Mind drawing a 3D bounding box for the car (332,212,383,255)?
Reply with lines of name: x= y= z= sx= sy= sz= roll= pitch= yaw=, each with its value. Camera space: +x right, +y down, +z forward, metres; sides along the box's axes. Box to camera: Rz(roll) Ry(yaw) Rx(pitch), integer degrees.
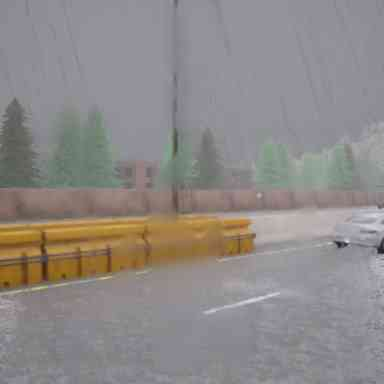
car: x=7.549 y=1.549 z=13.467 sx=4.674 sy=1.442 sz=1.812 roll=0 pitch=0 yaw=-36
